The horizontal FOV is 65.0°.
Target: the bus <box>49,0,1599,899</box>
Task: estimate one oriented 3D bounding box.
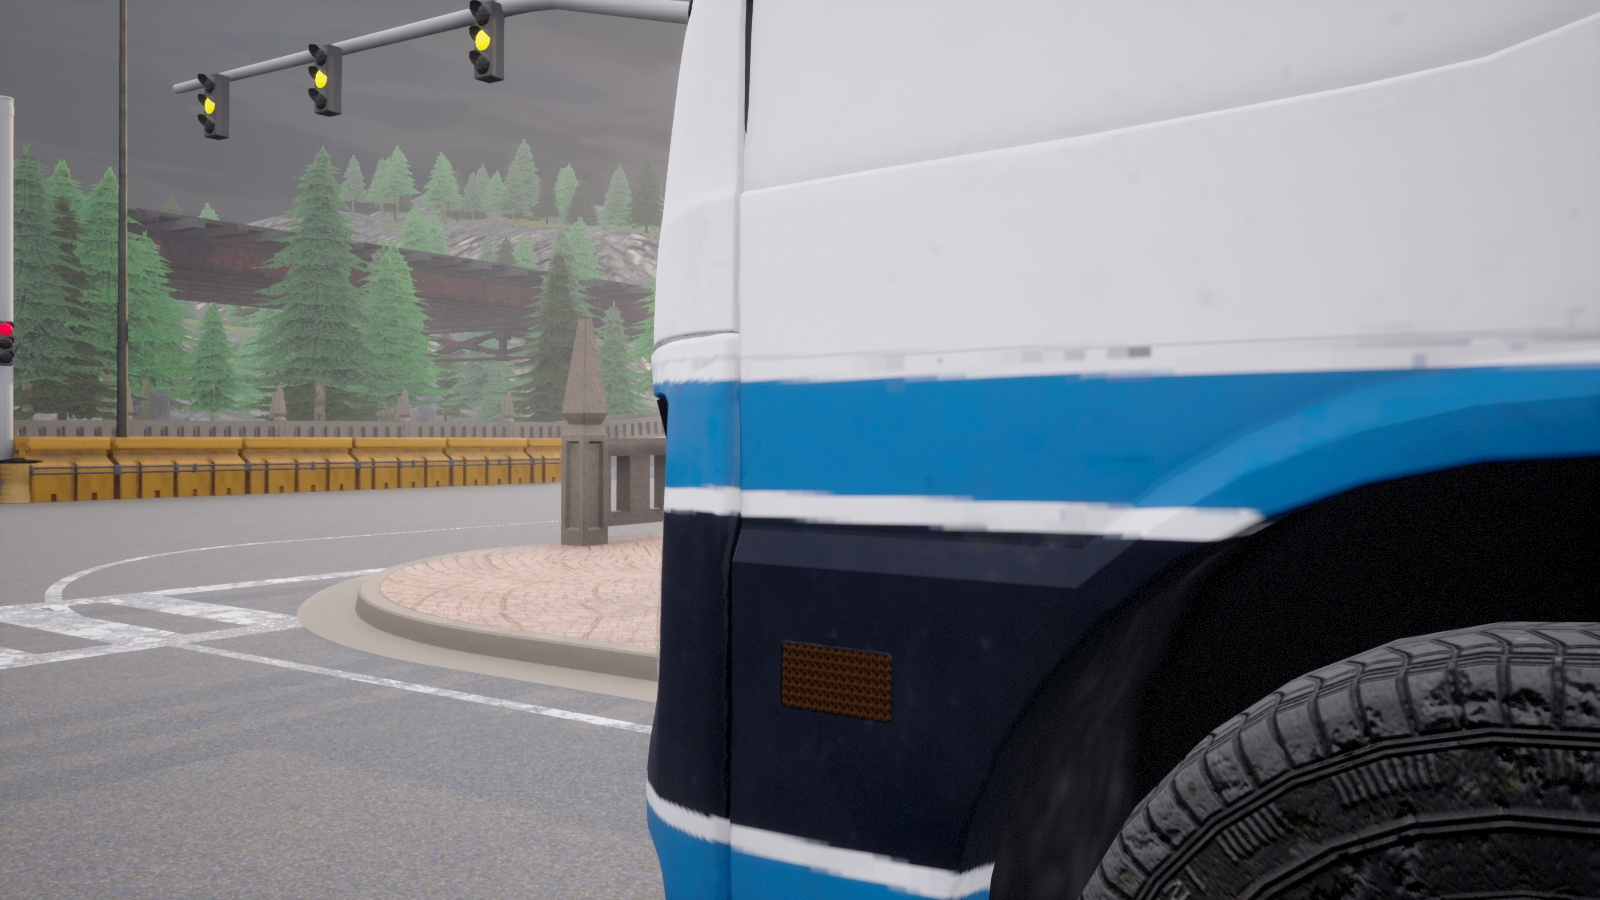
[{"bbox_3d":[4.151,-0.694,0.838,10.273,4.253,3.944,0,1,34],"label":"bus"}]
